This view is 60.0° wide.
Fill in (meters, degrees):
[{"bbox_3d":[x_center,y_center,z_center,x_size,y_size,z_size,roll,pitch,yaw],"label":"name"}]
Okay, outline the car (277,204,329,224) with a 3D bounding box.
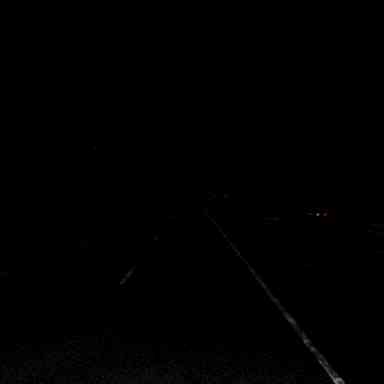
[{"bbox_3d":[8.602,1.680,26.371,2.033,1.411,5.357,0,0,-10],"label":"car"}]
